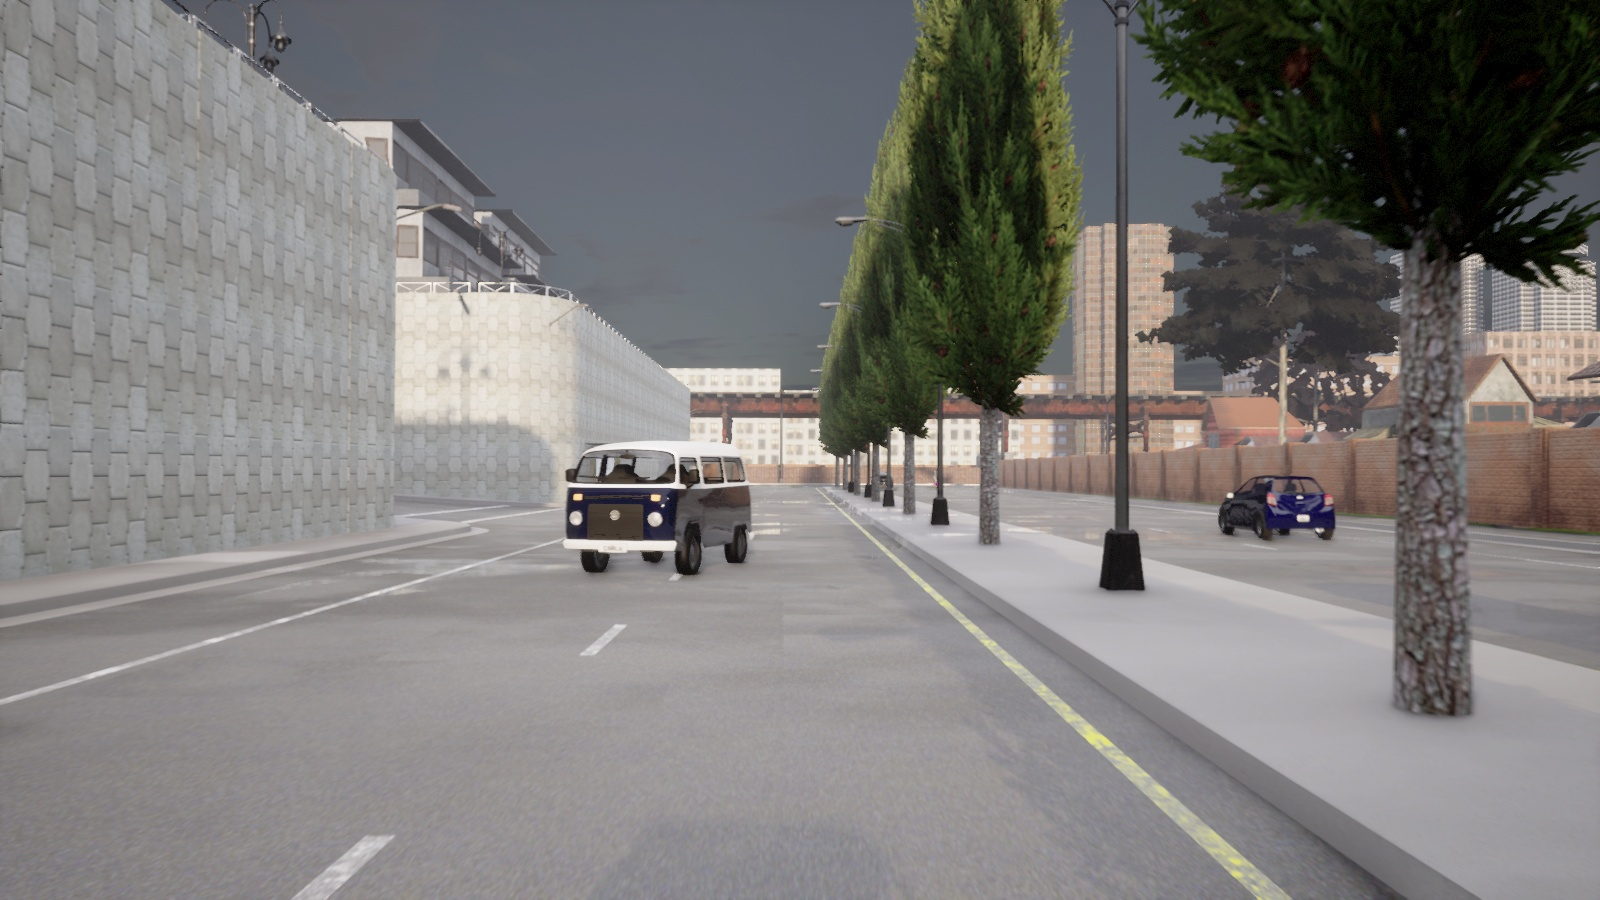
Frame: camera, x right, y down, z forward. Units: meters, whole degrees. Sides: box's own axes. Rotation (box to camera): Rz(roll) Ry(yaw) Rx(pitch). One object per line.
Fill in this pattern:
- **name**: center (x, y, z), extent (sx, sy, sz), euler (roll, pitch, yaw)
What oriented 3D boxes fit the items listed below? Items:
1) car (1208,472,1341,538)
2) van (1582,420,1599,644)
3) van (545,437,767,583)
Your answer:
- **car**: center (11.426, 1.293, 30.499), extent (1.845, 1.501, 3.633), euler (0, -1, 0)
- **van**: center (7.977, 0.688, 9.135), extent (1.775, 1.987, 4.442), euler (0, -1, 0)
- **van**: center (-2.121, 0.881, 19.950), extent (2.069, 2.038, 4.480), euler (0, -1, 14)
